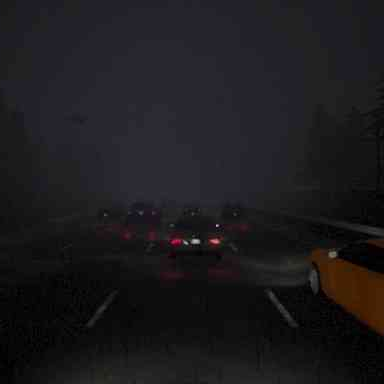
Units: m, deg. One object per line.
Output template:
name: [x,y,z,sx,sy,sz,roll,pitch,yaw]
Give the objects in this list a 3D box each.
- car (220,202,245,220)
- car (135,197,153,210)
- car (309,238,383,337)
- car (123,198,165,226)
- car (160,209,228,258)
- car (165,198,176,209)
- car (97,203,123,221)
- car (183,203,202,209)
car: [3.594,1.643,29.961,2.128,1.511,4.902,0,0,0]
car: [-6.909,1.594,48.330,2.097,1.767,4.553,0,0,0]
car: [3.599,1.506,5.638,1.882,1.535,5.008,0,0,0]
car: [-3.405,1.474,24.399,2.097,1.767,4.553,0,0,0]
car: [0.107,1.613,12.951,2.033,1.411,5.357,0,0,0]
car: [-3.409,1.587,46.953,2.097,1.767,4.553,0,0,0]
car: [-6.904,1.671,28.867,1.812,1.442,4.674,0,0,0]
car: [0.084,1.772,34.006,1.895,1.301,4.718,0,0,0]
